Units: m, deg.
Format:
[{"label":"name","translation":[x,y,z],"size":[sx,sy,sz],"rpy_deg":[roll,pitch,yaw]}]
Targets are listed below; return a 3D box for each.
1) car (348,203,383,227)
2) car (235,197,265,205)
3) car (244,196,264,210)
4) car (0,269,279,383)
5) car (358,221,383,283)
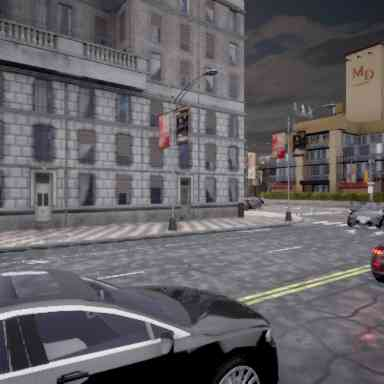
[{"label":"car","translation":[11.616,1.491,21.767],"size":[2.128,1.511,4.902],"rpy_deg":[1,0,36]},{"label":"car","translation":[10.201,1.547,58.903],"size":[2.033,1.411,5.357],"rpy_deg":[0,0,-37]},{"label":"car","translation":[7.002,1.353,43.582],"size":[2.097,1.767,4.553],"rpy_deg":[0,0,-36]},{"label":"car","translation":[-1.321,1.491,2.921],"size":[4.902,1.511,2.128],"rpy_deg":[0,0,-34]},{"label":"car","translation":[6.273,1.526,8.356],"size":[4.674,1.442,1.812],"rpy_deg":[0,0,-36]}]
